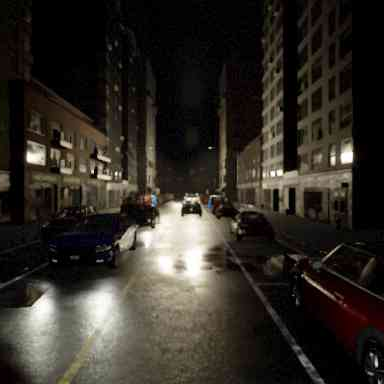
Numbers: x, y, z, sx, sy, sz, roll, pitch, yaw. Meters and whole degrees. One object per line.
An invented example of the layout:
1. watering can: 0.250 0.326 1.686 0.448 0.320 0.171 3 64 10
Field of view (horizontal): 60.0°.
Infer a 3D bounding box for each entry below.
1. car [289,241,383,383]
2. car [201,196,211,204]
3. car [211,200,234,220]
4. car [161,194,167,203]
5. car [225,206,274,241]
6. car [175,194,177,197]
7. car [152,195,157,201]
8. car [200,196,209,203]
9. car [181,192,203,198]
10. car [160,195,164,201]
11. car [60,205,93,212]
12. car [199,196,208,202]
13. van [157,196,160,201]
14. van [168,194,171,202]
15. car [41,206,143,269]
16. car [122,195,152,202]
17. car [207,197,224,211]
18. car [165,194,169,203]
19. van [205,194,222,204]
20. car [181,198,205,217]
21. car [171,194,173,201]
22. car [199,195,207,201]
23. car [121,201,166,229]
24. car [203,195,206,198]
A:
1. car: 2.853 1.434 4.949 1.967 1.590 4.097 0 0 0
2. car: 2.787 1.546 67.319 1.752 1.417 4.829 0 0 0
3. car: 2.828 1.553 27.565 1.802 1.307 4.206 0 0 0
4. car: -5.727 1.532 55.680 1.752 1.417 4.829 0 0 0
5. car: 2.841 1.561 16.259 1.802 1.307 4.206 0 0 0
6. car: -5.757 1.352 84.133 2.192 1.841 5.009 0 0 0
7. car: -5.710 1.299 38.880 2.192 1.841 5.009 0 0 0
8. car: 2.781 1.551 72.974 1.752 1.417 4.829 0 0 0
9. car: 0.004 1.212 45.682 2.150 2.045 5.566 0 -1 0
10. car: -5.721 1.582 50.192 1.802 1.307 4.206 0 0 0
11. car: -5.684 1.420 16.258 1.967 1.590 4.097 0 0 0
12. car: 2.776 1.597 78.459 1.947 1.339 4.313 0 0 0
13. van: -5.716 1.333 44.537 1.690 1.788 3.998 0 0 0
14. van: -5.739 1.361 67.163 1.690 1.788 3.998 0 0 0
15. car: -3.093 1.463 11.305 1.882 1.535 5.008 0 0 0
16. car: -5.704 1.291 33.223 2.192 1.841 5.009 0 0 0
17. car: 2.822 1.520 33.219 1.887 1.381 4.507 0 0 0
18. car: -5.733 1.596 61.506 1.802 1.307 4.206 0 0 0
19. van: 2.815 1.325 38.875 1.690 1.788 3.998 0 0 0
20. car: -0.027 1.538 31.546 1.994 1.385 4.181 0 0 1
21. car: -5.744 1.571 72.820 1.887 1.381 4.507 0 0 0
22. car: 2.770 1.562 84.284 1.752 1.417 4.829 0 0 0
23. car: -3.094 1.521 21.658 2.033 1.411 5.357 0 0 0
24. car: 2.799 1.589 55.839 1.802 1.307 4.206 0 0 0
